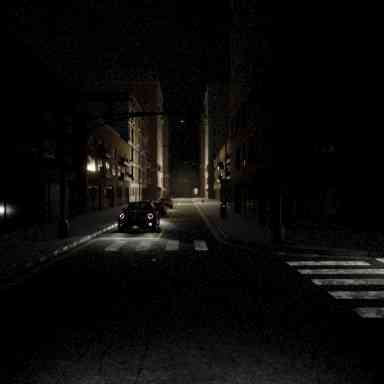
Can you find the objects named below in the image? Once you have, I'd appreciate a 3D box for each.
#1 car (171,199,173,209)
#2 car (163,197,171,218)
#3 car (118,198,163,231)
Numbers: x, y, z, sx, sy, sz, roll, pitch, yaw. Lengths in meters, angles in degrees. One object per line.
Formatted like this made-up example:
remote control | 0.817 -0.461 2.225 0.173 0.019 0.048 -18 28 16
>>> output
car | -3.524 1.458 44.036 1.882 1.535 5.008 0 0 0
car | -3.333 1.483 30.449 2.128 1.511 4.902 0 0 -1
car | -3.158 1.348 20.462 2.097 1.767 4.553 0 0 -1
